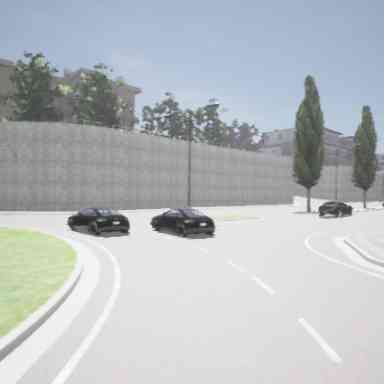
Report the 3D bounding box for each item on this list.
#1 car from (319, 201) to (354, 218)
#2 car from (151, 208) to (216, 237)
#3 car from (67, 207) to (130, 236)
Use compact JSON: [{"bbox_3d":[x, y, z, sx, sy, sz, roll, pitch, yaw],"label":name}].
[{"bbox_3d":[14.188,1.673,32.619,4.892,1.490,1.837,1,0,-43],"label":"car"},{"bbox_3d":[-0.577,1.558,18.103,1.994,1.385,4.181,1,0,-34],"label":"car"},{"bbox_3d":[-5.163,1.503,18.180,1.994,1.385,4.181,1,0,-43],"label":"car"}]
